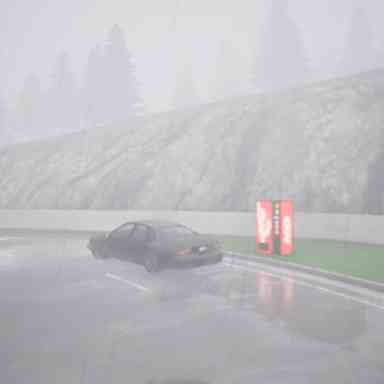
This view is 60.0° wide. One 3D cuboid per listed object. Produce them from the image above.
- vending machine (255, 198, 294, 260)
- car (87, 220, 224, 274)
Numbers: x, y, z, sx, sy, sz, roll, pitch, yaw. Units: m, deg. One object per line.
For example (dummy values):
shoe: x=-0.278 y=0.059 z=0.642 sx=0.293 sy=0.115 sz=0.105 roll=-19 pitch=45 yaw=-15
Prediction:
vending machine: x=3.004 y=1.288 z=12.118 sx=1.100 sy=2.100 sz=0.880 roll=0 pitch=-1 yaw=-39
car: x=-1.456 y=1.647 z=10.992 sx=2.033 sy=1.411 sz=5.357 roll=0 pitch=-1 yaw=-44
